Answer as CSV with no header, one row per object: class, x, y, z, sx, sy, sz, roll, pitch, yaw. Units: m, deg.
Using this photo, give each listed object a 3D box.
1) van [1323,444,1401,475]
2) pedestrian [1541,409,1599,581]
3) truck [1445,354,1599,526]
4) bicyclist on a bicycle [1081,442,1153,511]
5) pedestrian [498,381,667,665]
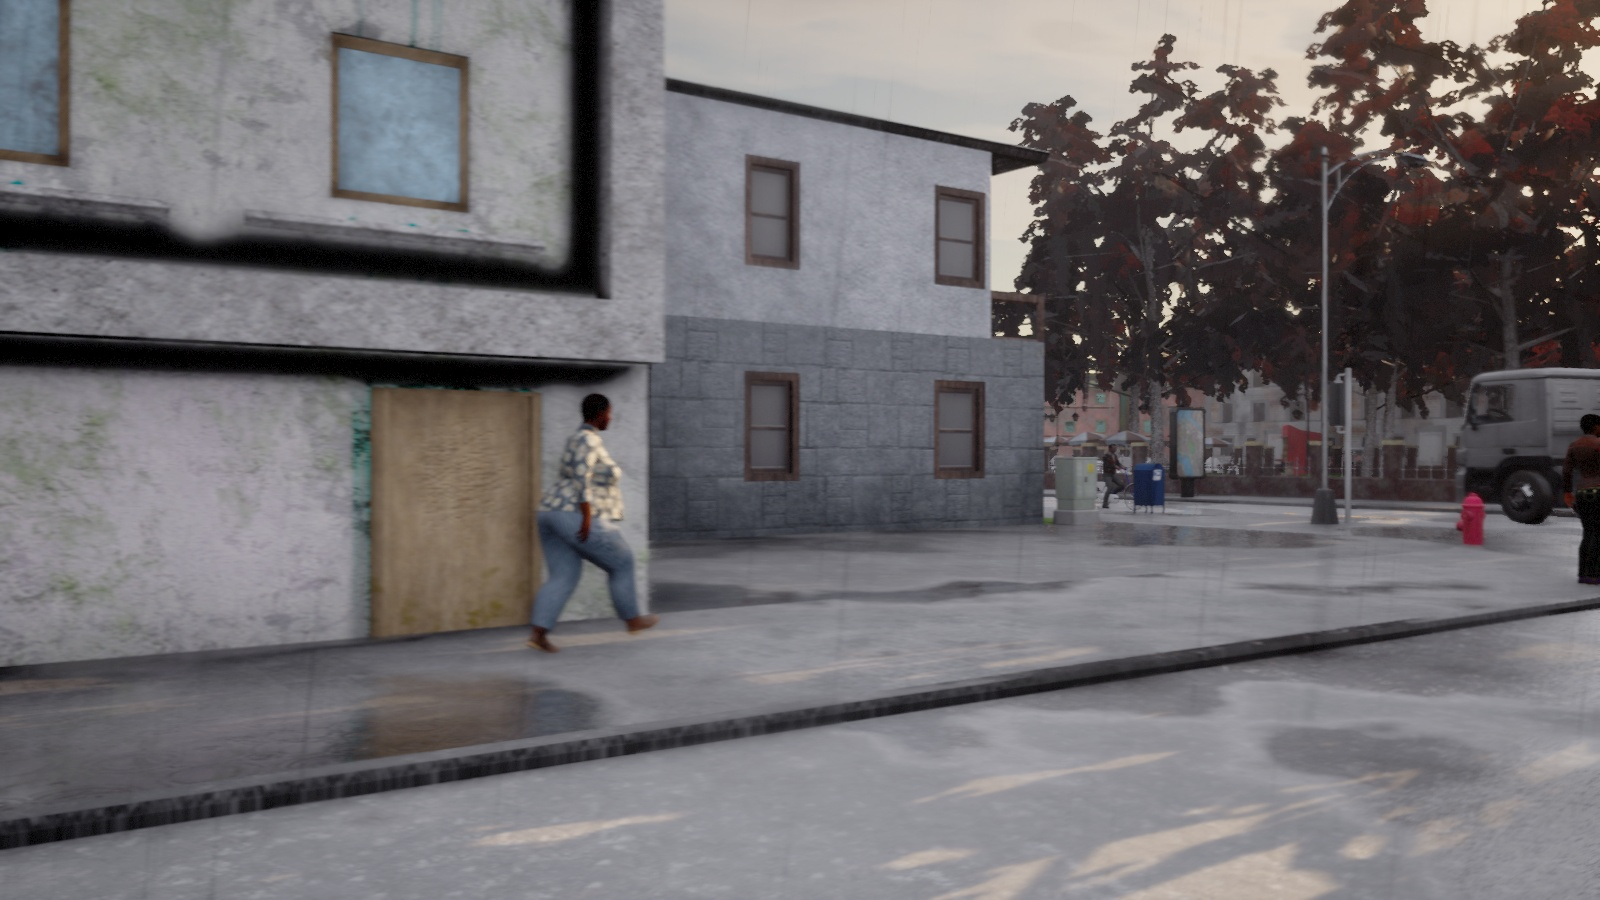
van,37.656,0.624,84.231,1.775,1.987,4.442,0,0,-35
pedestrian,8.427,0.469,13.397,0.869,1.805,0.328,0,0,-5
truck,17.599,-0.212,25.429,2.891,3.462,7.936,0,0,-26
bicyclist on a bicycle,8.356,0.679,33.172,0.659,1.776,1.843,0,0,-35
pedestrian,-1.536,0.479,8.828,0.900,1.855,0.874,0,0,-33
